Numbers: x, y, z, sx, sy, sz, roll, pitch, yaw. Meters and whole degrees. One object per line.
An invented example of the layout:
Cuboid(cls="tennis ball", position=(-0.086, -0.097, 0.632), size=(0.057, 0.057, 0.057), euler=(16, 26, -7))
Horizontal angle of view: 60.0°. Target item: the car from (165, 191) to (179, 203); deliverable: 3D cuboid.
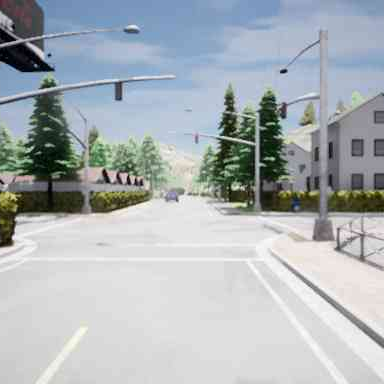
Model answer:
Cuboid(cls="car", position=(-3.492, 0.789, 58.934), size=(2.150, 2.045, 5.566), euler=(0, 0, 0))
